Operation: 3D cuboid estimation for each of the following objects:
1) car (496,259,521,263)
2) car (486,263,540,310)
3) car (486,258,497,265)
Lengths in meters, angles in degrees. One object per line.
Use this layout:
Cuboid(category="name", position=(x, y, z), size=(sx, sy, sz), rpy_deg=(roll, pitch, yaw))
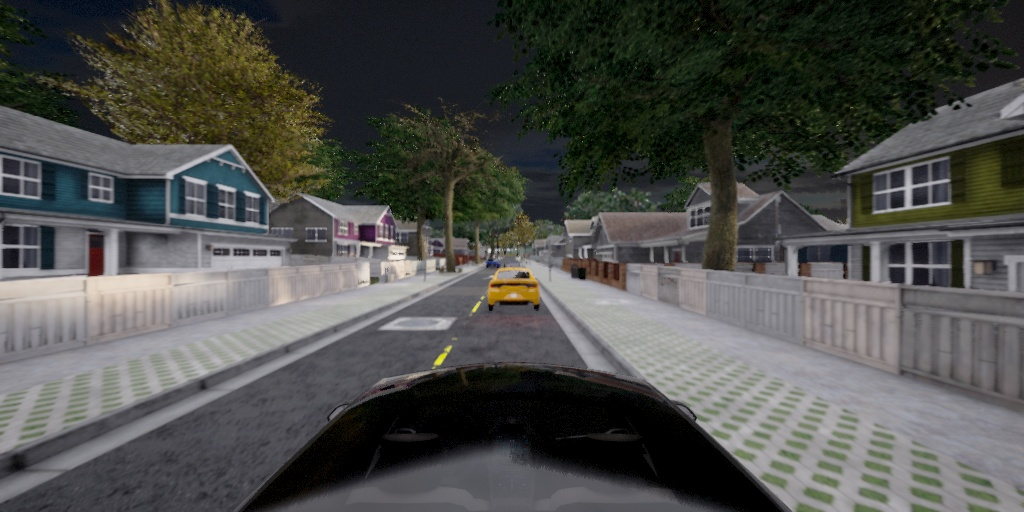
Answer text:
Cuboid(category="car", position=(0.060, 1.175, 28.578), size=(2.128, 1.511, 4.902), rpy_deg=(0, 0, 0))
Cuboid(category="car", position=(0.069, 1.209, 14.630), size=(1.882, 1.535, 5.008), rpy_deg=(0, 0, 0))
Cuboid(category="car", position=(-2.832, 1.026, 53.148), size=(1.882, 1.535, 5.008), rpy_deg=(0, 0, 0))
